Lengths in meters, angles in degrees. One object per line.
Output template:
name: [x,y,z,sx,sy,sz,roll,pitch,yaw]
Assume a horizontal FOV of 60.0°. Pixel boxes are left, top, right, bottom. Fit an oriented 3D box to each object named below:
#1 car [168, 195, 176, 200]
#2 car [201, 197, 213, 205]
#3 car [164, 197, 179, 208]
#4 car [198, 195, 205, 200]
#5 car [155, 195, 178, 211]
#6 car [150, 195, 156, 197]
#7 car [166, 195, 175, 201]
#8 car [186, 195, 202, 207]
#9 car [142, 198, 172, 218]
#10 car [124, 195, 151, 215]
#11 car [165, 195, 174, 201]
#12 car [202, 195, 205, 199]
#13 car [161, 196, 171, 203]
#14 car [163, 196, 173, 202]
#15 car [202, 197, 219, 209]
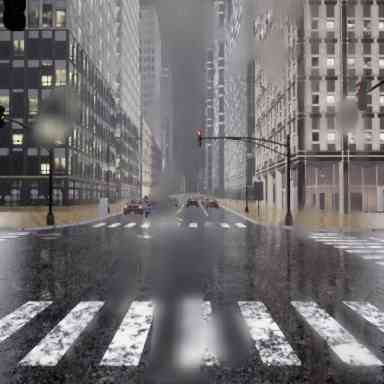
car: [-5.693,1.605,95.121,1.947,1.339,4.313,1,0,0]
car: [2.693,1.590,61.741,1.947,1.339,4.313,1,0,0]
car: [-3.104,1.567,51.058,2.033,1.411,5.357,0,0,0]
car: [2.688,1.584,95.204,1.887,1.381,4.507,1,0,0]
car: [-3.103,1.520,40.670,1.837,1.490,4.892,0,0,0]
car: [-5.679,1.332,44.945,2.192,1.841,5.009,1,0,0]
car: [-5.692,1.587,89.546,2.008,1.369,4.403,1,0,0]
car: [0.091,1.567,52.106,2.033,1.411,5.357,0,0,0]
car: [-3.104,1.537,30.328,1.812,1.442,4.674,0,0,0]
car: [-5.680,1.453,33.794,1.967,1.590,4.097,1,0,0]
car: [-5.691,1.578,83.971,1.887,1.381,4.507,1,0,0]
car: [2.695,1.547,56.334,1.752,1.417,4.829,1,0,0]
car: [-5.689,1.573,72.820,1.887,1.381,4.507,1,0,0]
car: [-5.690,1.582,78.395,2.008,1.369,4.403,1,0,0]
car: [2.695,1.599,45.008,1.802,1.307,4.206,1,0,0]
